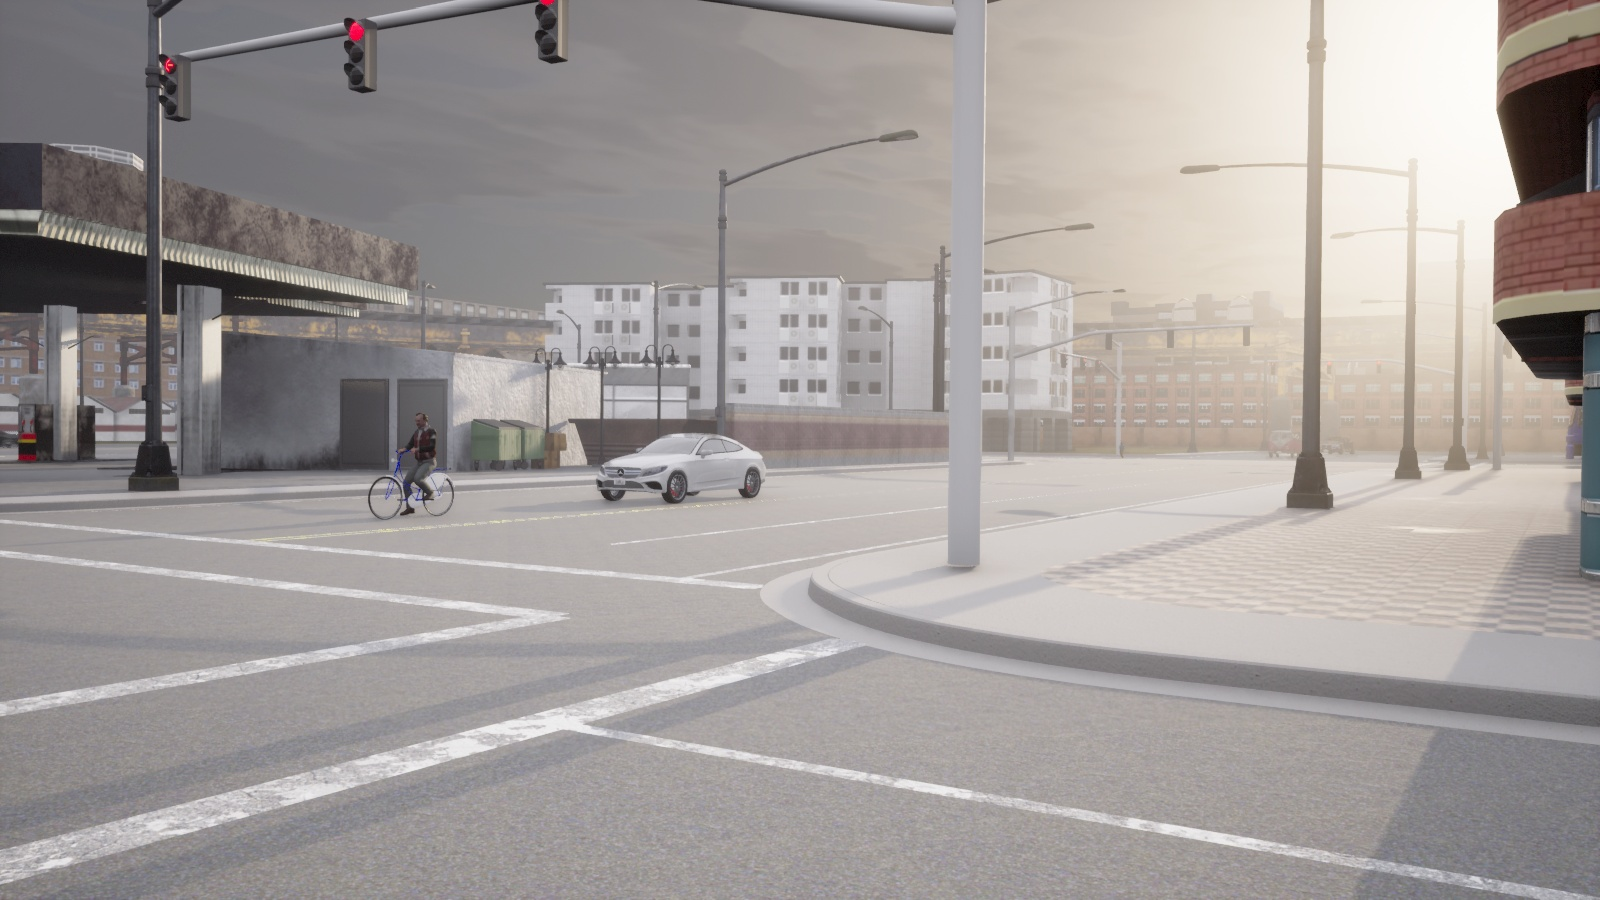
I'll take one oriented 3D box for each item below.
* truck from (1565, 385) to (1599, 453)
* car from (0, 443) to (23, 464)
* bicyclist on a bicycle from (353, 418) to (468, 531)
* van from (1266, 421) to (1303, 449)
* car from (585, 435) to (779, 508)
[{"bbox_3d":[43.929,-1.665,64.401,7.936,3.462,2.891,-1,0,32],"label":"truck"},{"bbox_3d":[-51.951,0.222,79.149,1.895,1.301,4.718,0,1,40],"label":"car"},{"bbox_3d":[-6.427,0.376,20.823,0.659,1.776,1.843,0,1,31],"label":"bicyclist on a bicycle"},{"bbox_3d":[35.150,-1.077,91.048,1.775,1.987,4.442,0,1,31],"label":"van"},{"bbox_3d":[-2.468,0.404,27.508,1.812,1.442,4.674,0,1,31],"label":"car"}]
